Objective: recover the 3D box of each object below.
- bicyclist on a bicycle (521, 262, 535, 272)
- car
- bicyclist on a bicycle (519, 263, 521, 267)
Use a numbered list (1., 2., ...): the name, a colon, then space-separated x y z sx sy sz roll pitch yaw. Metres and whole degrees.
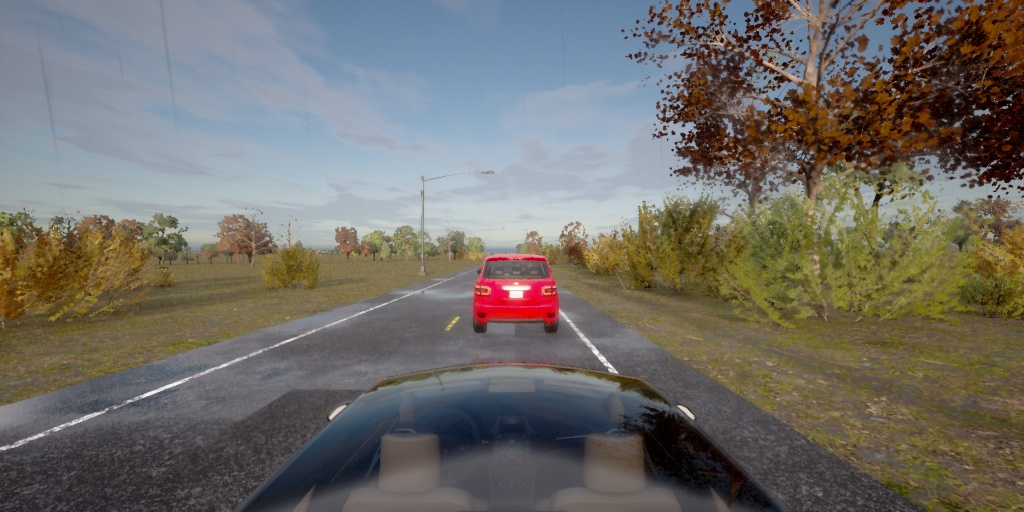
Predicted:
1. bicyclist on a bicycle: 0.938 1.114 18.570 0.659 1.776 1.843 0 0 0
2. car: 0.089 0.968 10.864 2.150 2.045 5.566 0 0 0
3. bicyclist on a bicycle: 0.896 1.111 28.583 0.659 1.776 1.843 0 0 0
